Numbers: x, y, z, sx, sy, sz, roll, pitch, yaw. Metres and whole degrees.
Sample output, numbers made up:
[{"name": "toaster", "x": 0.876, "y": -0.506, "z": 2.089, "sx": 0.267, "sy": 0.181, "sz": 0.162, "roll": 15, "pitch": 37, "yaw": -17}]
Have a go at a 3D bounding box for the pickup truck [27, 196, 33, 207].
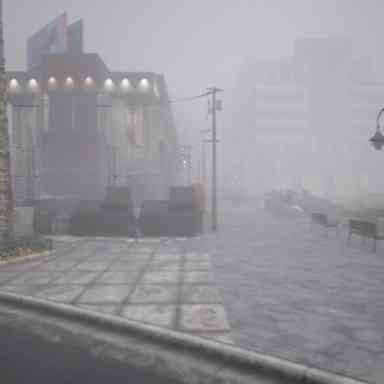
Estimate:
[{"name": "pickup truck", "x": -10.956, "y": 0.999, "z": 26.089, "sx": 2.390, "sy": 2.098, "sz": 6.274, "roll": 0, "pitch": 0, "yaw": 0}]
